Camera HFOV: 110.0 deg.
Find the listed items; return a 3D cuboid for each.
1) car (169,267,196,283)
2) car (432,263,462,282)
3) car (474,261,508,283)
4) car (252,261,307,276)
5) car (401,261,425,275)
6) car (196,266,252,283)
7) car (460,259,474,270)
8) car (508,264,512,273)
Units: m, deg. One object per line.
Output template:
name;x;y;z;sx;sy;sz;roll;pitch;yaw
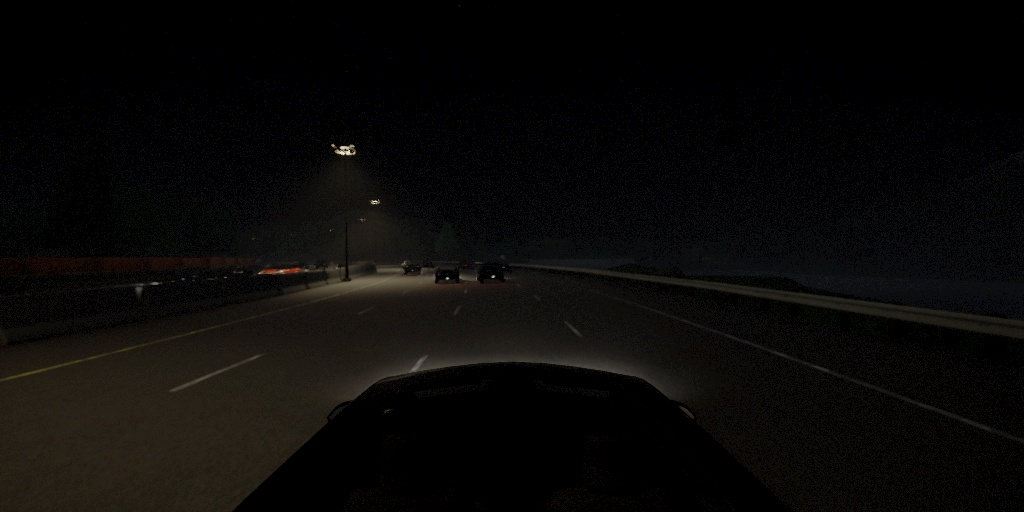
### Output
car;-27.440;1.727;31.462;1.994;1.385;4.181;-1;0;-11
car;-5.375;1.440;29.925;1.895;1.301;4.718;-1;0;-10
car;-1.810;1.292;29.089;1.837;1.490;4.892;0;0;-10
car;-20.350;1.412;31.619;2.097;1.767;4.553;-1;0;-11
car;-11.945;1.432;43.254;2.128;1.511;4.902;-1;0;-14
car;-23.605;1.609;30.069;1.837;1.490;4.892;-1;0;-10
car;-7.019;1.421;54.387;2.033;1.411;5.357;-1;0;-21
car;-1.394;1.351;44.194;1.994;1.385;4.181;-1;0;-14
